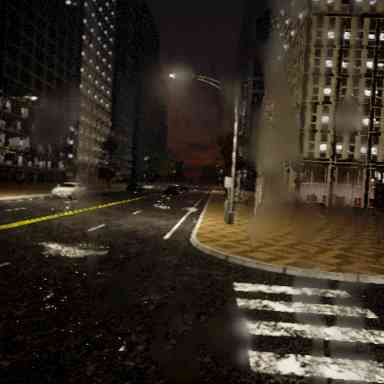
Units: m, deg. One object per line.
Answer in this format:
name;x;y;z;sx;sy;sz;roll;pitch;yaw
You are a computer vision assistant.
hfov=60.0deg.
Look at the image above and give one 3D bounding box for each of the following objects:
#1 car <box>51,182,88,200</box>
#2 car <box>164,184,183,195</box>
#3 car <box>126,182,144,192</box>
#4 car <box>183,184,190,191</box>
car;-11.088;-0.158;30.543;1.812;1.442;4.674;4;2;4
car;-2.948;-0.279;49.340;1.994;1.385;4.181;4;2;4
car;-9.201;-0.842;53.952;2.033;1.411;5.357;4;2;4
car;-1.447;-0.891;68.896;2.033;1.411;5.357;4;2;4
